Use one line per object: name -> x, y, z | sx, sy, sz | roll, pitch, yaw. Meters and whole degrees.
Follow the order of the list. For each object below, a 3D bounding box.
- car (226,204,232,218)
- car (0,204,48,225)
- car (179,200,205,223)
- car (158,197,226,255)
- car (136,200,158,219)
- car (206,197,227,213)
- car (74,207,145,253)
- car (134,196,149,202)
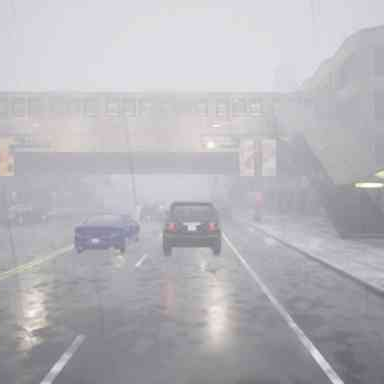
car -> 3.229, 1.950, 37.800 | 1.895, 1.301, 4.718 | 0, -1, 0
car -> -13.502, 1.730, 26.574 | 2.231, 1.521, 4.892 | 0, -1, 10
car -> 0.007, 1.623, 29.082 | 2.097, 1.767, 4.553 | 0, -1, 0
car -> 0.003, 1.349, 14.017 | 2.150, 2.045, 5.566 | 0, 0, 0
car -> -3.491, 1.783, 29.303 | 1.837, 1.490, 4.892 | 0, 0, 0
car -> 3.184, 1.652, 45.200 | 2.435, 2.045, 5.566 | 0, -1, 0
car -> -3.493, 1.614, 14.479 | 1.882, 1.535, 5.008 | 0, 0, 0
car -> -10.377, 1.884, 70.861 | 2.150, 2.045, 5.566 | 0, -1, 0
